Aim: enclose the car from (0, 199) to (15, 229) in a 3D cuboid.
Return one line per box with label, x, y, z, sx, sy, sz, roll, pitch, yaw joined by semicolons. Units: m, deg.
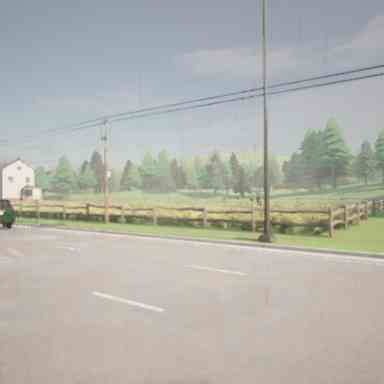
car;-14.365;1.490;22.846;5.566;2.045;2.150;-1;0;36
